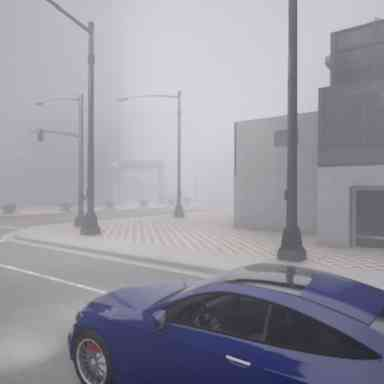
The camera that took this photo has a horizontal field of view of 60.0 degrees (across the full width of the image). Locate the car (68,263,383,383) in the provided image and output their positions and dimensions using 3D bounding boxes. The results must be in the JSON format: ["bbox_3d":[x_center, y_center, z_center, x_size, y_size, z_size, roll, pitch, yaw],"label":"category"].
[{"bbox_3d":[0.653,1.527,3.528,4.674,1.442,1.812,0,0,36],"label":"car"}]
